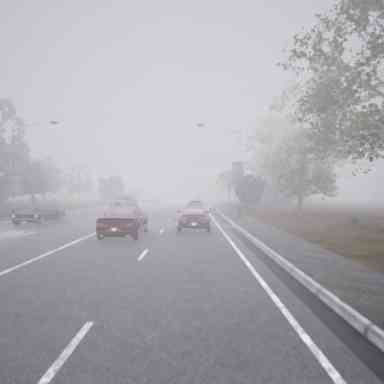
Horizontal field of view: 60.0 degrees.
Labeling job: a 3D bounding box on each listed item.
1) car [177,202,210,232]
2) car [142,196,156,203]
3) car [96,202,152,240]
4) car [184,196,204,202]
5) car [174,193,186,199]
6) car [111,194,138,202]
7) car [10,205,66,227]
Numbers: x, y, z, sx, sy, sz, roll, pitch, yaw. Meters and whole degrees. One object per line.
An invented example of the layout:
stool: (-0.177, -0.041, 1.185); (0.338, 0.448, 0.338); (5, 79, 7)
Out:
car: (0.105, 1.525, 19.914); (1.812, 1.442, 4.674); (0, 0, 0)
car: (-8.206, 1.516, 64.416); (1.812, 1.442, 4.674); (0, 0, 8)
car: (-3.411, 1.477, 16.982); (1.882, 1.535, 5.008); (0, 0, 0)
car: (0.430, 1.491, 40.941); (2.128, 1.511, 4.902); (0, 0, 2)
car: (-2.579, 0.966, 75.609); (2.097, 1.767, 4.553); (0, 0, 13)
car: (-6.961, 1.222, 34.229); (2.150, 2.045, 5.566); (0, 0, 1)
car: (-10.581, 1.600, 23.197); (1.895, 1.301, 4.718); (0, 0, 0)
